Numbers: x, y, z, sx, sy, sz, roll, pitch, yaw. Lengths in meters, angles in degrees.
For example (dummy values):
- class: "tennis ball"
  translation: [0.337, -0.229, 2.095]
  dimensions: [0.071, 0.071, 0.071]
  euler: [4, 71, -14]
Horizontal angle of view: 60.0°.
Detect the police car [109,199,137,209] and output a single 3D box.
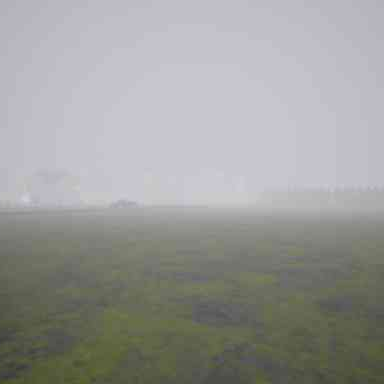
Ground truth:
- class: "police car"
  translation: [-11.478, 1.963, 55.675]
  dimensions: [1.930, 1.638, 5.238]
  euler: [1, 0, 35]
